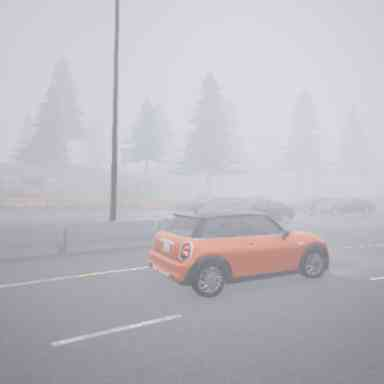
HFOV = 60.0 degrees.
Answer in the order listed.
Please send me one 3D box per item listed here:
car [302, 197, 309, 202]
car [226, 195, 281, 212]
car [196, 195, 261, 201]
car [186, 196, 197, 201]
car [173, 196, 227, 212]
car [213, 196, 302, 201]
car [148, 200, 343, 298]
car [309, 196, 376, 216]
[{"bbox_3d":[11.339,1.124,30.588,4.902,1.511,2.128,0,1,-14],"label":"car"},{"bbox_3d":[6.012,1.063,32.800,5.008,1.535,1.882,0,1,-15],"label":"car"},{"bbox_3d":[3.182,1.170,24.652,4.902,1.511,2.128,0,1,-19],"label":"car"},{"bbox_3d":[1.907,1.099,27.923,5.008,1.535,1.882,1,1,-19],"label":"car"},{"bbox_3d":[0.718,1.092,31.225,4.674,1.442,1.812,0,1,-19],"label":"car"},{"bbox_3d":[4.179,1.210,21.290,5.008,1.535,1.882,1,1,-19],"label":"car"},{"bbox_3d":[1.303,1.235,8.354,4.553,1.767,2.097,0,1,-29],"label":"car"},{"bbox_3d":[12.599,1.177,27.296,4.902,1.511,2.128,0,1,-14],"label":"car"}]
